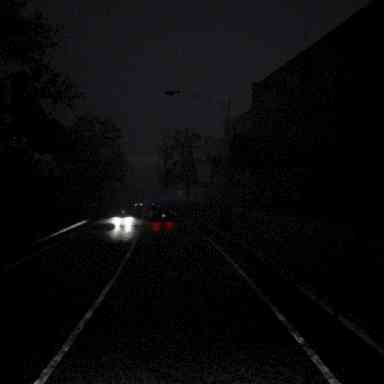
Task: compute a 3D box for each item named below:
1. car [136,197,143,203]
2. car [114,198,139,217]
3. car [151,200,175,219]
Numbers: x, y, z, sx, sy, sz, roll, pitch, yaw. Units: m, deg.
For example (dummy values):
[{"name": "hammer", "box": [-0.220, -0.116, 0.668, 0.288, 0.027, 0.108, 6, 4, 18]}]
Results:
[{"name": "car", "box": [-11.955, 1.731, 74.973, 2.033, 1.411, 5.357, -1, 0, -7]}, {"name": "car", "box": [-6.913, 1.686, 34.385, 2.128, 1.511, 4.902, -1, 0, -7]}, {"name": "car", "box": [-2.664, 1.722, 30.204, 1.895, 1.301, 4.718, -1, 0, -7]}]
